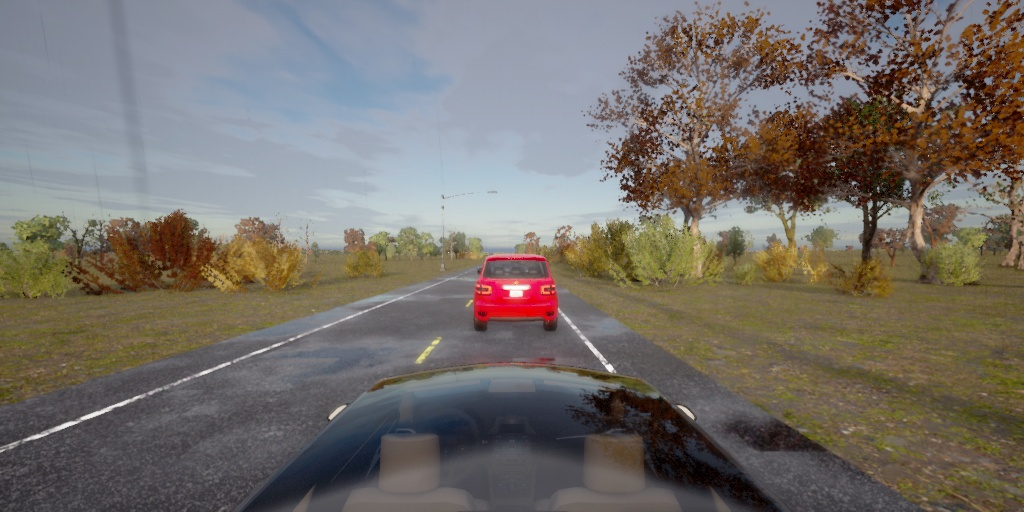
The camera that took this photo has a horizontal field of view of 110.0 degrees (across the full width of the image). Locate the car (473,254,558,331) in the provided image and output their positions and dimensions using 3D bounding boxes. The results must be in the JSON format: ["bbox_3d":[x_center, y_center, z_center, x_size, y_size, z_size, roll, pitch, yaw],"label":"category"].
[{"bbox_3d":[0.077,0.965,11.049,2.150,2.045,5.566,0,0,-1],"label":"car"}]

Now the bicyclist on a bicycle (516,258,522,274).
[{"bbox_3d":[0.780,1.095,40.241,0.659,1.776,1.843,0,0,0],"label":"bicyclist on a bicycle"}]

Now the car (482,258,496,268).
[{"bbox_3d":[-3.997,1.204,62.181,2.128,1.511,4.902,0,0,0],"label":"car"}]

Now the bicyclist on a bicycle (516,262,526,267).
[{"bbox_3d":[0.856,1.101,30.228,0.659,1.776,1.843,0,0,0],"label":"bicyclist on a bicycle"}]
